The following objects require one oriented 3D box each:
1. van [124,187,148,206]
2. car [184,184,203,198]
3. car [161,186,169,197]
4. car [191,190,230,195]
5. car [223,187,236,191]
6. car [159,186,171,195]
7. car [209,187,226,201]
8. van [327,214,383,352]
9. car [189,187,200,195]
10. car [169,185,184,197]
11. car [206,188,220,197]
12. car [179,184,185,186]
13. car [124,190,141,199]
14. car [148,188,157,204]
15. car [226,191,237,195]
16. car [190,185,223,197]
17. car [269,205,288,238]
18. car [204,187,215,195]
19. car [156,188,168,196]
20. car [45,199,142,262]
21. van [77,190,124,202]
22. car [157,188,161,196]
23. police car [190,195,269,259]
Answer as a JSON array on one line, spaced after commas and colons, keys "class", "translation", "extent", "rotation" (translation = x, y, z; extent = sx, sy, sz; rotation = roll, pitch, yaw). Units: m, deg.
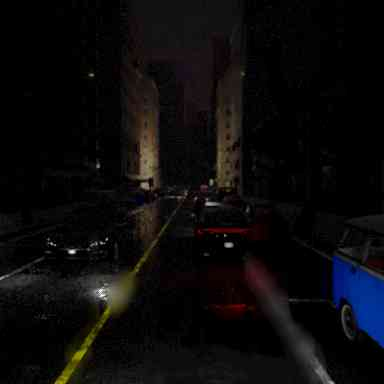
[{"class": "van", "translation": [-5.436, 0.463, 31.039], "extent": [1.690, 1.788, 3.998], "rotation": [0, 2, 0]}, {"class": "car", "translation": [0.385, -0.013, 48.557], "extent": [2.097, 1.767, 4.553], "rotation": [0, 2, 1]}, {"class": "car", "translation": [-5.269, 0.076, 53.042], "extent": [1.947, 1.339, 4.313], "rotation": [0, 2, 0]}, {"class": "car", "translation": [1.060, 0.878, 21.169], "extent": [1.882, 1.535, 5.008], "rotation": [0, 2, 0]}, {"class": "car", "translation": [3.089, 0.440, 30.974], "extent": [2.192, 1.841, 5.009], "rotation": [0, 2, 0]}, {"class": "car", "translation": [-5.187, -0.354, 64.037], "extent": [1.967, 1.590, 4.097], "rotation": [0, 2, 0]}, {"class": "car", "translation": [3.173, 0.258, 41.976], "extent": [1.967, 1.590, 4.097], "rotation": [0, 2, 0]}, {"class": "van", "translation": [2.882, 1.239, 3.480], "extent": [1.690, 1.788, 3.998], "rotation": [0, 2, 0]}, {"class": "car", "translation": [0.468, -0.174, 62.030], "extent": [1.994, 1.385, 4.181], "rotation": [0, 2, 0]}, {"class": "car", "translation": [-2.663, 0.056, 53.705], "extent": [1.994, 1.385, 4.181], "rotation": [0, 2, 1]}, {"class": "car", "translation": [3.256, 0.063, 52.977], "extent": [2.008, 1.369, 4.403], "rotation": [0, 2, 0]}, {"class": "car", "translation": [-2.485, -0.391, 68.181], "extent": [1.837, 1.490, 4.892], "rotation": [0, 2, 0]}, {"class": "car", "translation": [-5.477, 0.827, 25.546], "extent": [2.008, 1.369, 4.403], "rotation": [0, 2, 0]}, {"class": "car", "translation": [-5.394, 0.534, 36.545], "extent": [1.947, 1.339, 4.313], "rotation": [0, 2, 0]}, {"class": "car", "translation": [3.049, 0.861, 25.482], "extent": [1.802, 1.307, 4.206], "rotation": [0, 2, 0]}, {"class": "car", "translation": [1.105, 0.583, 27.133], "extent": [2.097, 1.767, 4.553], "rotation": [0, 2, 0]}, {"class": "car", "translation": [2.965, 1.170, 14.485], "extent": [1.802, 1.307, 4.206], "rotation": [0, 2, 0]}, {"class": "car", "translation": [3.339, -0.226, 63.976], "extent": [1.947, 1.339, 4.313], "rotation": [0, 2, 0]}, {"class": "car", "translation": [-5.228, -0.061, 58.541], "extent": [1.802, 1.307, 4.206], "rotation": [0, 2, 0]}, {"class": "car", "translation": [-3.019, 1.195, 10.835], "extent": [1.837, 1.490, 4.892], "rotation": [0, 2, 0]}, {"class": "van", "translation": [-5.519, 0.772, 20.042], "extent": [1.690, 1.788, 3.998], "rotation": [0, 2, 0]}, {"class": "car", "translation": [-5.352, 0.397, 42.044], "extent": [1.802, 1.307, 4.206], "rotation": [0, 2, 0]}, {"class": "police car", "translation": [0.985, 1.104, 11.282], "extent": [1.930, 1.638, 5.238], "rotation": [0, 2, 0]}]
